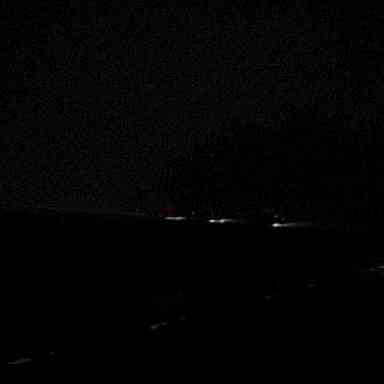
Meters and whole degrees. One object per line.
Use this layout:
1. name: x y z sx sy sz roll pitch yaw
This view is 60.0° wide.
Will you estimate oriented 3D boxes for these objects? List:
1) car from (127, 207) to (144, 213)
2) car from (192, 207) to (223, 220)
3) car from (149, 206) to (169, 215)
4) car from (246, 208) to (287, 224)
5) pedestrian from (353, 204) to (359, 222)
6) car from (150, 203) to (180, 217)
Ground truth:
1. car: -11.865 3.778 69.670 1.895 1.301 4.718 1 -2 -33
2. car: 1.892 2.693 42.061 1.837 1.490 4.892 1 -2 -33
3. car: -6.129 3.407 61.075 1.812 1.442 4.674 1 -2 -33
4. car: 7.412 2.369 33.624 1.812 1.442 4.674 1 -2 -33
5. pedestrian: 16.531 2.060 33.571 0.375 1.860 0.375 -1 1 -33
6. car: -3.965 2.759 51.043 2.150 2.045 5.566 1 -2 -33
